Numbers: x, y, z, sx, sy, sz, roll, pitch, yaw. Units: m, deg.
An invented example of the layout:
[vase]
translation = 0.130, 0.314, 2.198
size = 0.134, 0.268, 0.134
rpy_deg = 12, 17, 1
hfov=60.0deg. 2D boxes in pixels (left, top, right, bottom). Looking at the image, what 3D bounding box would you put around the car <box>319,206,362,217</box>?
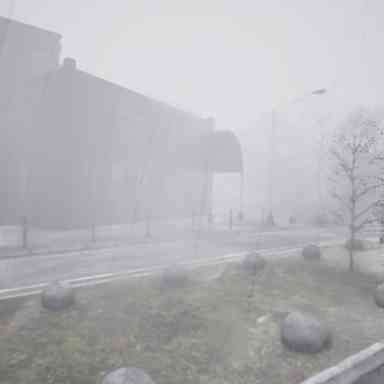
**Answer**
[car]
translation = 17.236, 2.276, 38.814
size = 4.718, 1.301, 1.895
rpy_deg = 1, -1, 24
